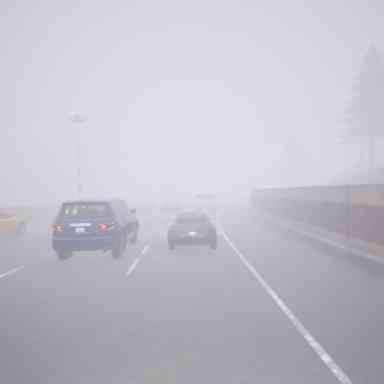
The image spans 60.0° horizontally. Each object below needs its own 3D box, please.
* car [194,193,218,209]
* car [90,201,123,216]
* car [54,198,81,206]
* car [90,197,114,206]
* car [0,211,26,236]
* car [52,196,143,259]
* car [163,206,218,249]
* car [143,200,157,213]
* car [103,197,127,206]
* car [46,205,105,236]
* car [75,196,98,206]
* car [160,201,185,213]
[{"bbox_3d":[1.615,1.136,36.388,2.150,2.045,5.566,-1,0,9],"label":"car"},{"bbox_3d":[-9.046,1.690,35.690,1.994,1.385,4.181,-1,0,8],"label":"car"},{"bbox_3d":[-24.132,1.923,64.810,2.033,1.411,5.357,-1,0,16],"label":"car"},{"bbox_3d":[-17.153,1.724,63.704,1.882,1.535,5.008,-1,0,18],"label":"car"},{"bbox_3d":[-10.467,1.659,17.107,1.882,1.535,5.008,-1,0,0],"label":"car"},{"bbox_3d":[-3.496,1.270,13.009,2.150,2.045,5.566,-1,0,-1],"label":"car"},{"bbox_3d":[0.013,1.542,14.593,1.994,1.385,4.181,-1,0,0],"label":"car"},{"bbox_3d":[-5.301,1.614,37.166,1.994,1.385,4.181,-1,0,8],"label":"car"},{"bbox_3d":[-14.153,1.683,61.552,2.128,1.511,4.902,-1,0,17],"label":"car"},{"bbox_3d":[-6.883,1.632,20.294,1.812,1.442,4.674,-1,0,2],"label":"car"},{"bbox_3d":[-20.477,1.666,64.843,2.097,1.767,4.553,-1,0,18],"label":"car"},{"bbox_3d":[-1.985,1.587,35.934,1.895,1.301,4.718,-1,0,8],"label":"car"}]
